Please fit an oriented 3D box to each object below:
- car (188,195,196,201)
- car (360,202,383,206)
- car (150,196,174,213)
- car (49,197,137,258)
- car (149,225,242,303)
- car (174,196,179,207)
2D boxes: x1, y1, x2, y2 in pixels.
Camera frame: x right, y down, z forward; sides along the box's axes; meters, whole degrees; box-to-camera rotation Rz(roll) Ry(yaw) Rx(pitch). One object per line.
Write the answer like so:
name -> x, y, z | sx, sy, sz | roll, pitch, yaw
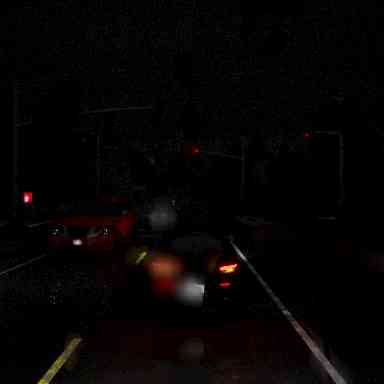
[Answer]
car -> 0.069, 1.525, 80.886 | 2.128, 1.511, 4.902 | 0, 0, 0
car -> 15.563, 1.528, 28.655 | 5.357, 1.411, 2.033 | 0, 0, -6
car -> -3.510, 1.491, 37.065 | 2.128, 1.511, 4.902 | 0, 0, -1
car -> -3.588, 1.221, 13.175 | 2.150, 2.045, 5.566 | 0, 0, 0
car -> 0.080, 1.526, 8.092 | 1.812, 1.442, 4.674 | 0, 0, 0
car -> -3.549, 1.351, 51.747 | 2.097, 1.767, 4.553 | 0, 0, 0
